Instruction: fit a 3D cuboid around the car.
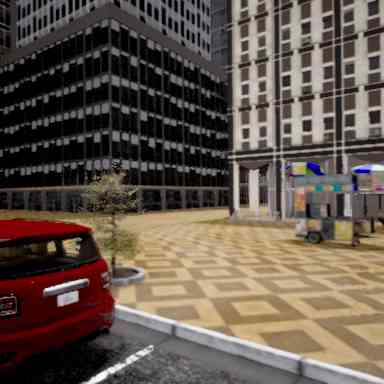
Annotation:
[{"bbox_3d":[-3.403,1.352,5.305,5.009,1.841,2.192,0,-1,35],"label":"car"}]
